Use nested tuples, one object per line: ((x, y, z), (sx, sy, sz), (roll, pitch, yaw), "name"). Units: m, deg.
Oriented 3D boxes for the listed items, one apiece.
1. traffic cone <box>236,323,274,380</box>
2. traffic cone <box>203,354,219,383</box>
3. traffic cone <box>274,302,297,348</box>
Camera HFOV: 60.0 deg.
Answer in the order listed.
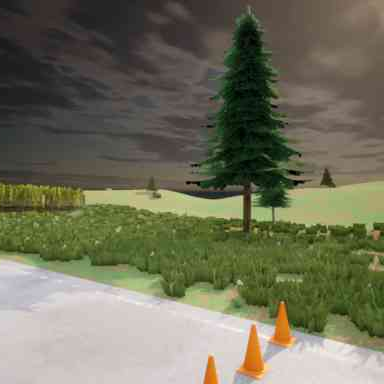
((0.780, 1.955, 4.205), (0.340, 0.580, 0.340), (0, 0, 36), "traffic cone")
((0.195, 1.955, 3.394), (0.340, 0.580, 0.340), (0, 0, 36), "traffic cone")
((1.364, 1.955, 5.017), (0.340, 0.580, 0.340), (0, 0, 36), "traffic cone")
